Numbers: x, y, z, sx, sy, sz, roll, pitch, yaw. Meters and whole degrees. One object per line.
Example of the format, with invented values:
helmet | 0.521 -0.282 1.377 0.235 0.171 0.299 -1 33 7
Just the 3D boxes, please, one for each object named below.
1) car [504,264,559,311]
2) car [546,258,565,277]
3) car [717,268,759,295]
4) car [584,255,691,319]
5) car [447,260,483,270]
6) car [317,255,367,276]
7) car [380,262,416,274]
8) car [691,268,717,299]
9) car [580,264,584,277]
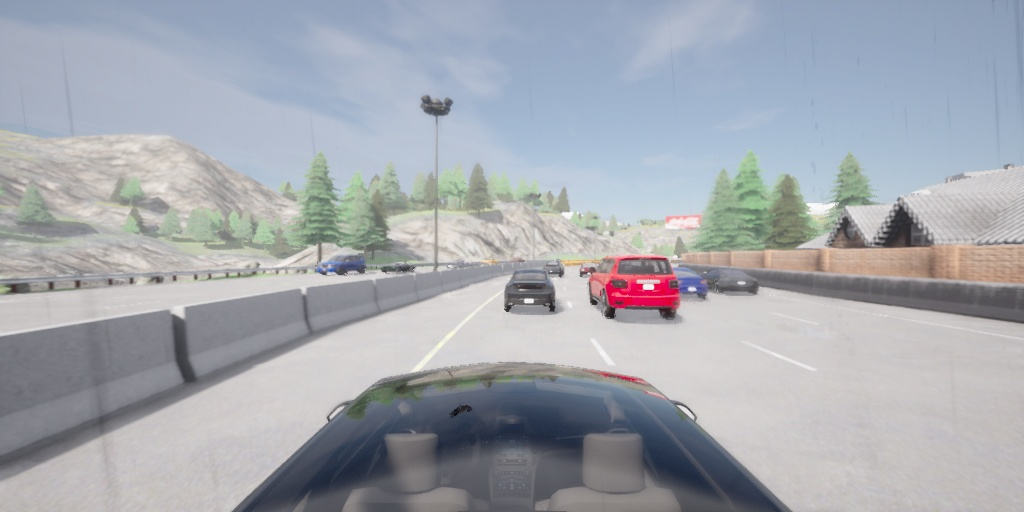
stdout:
car | 0.771 1.257 14.411 1.837 1.490 4.892 0 0 5
car | 4.222 1.254 35.898 2.128 1.511 4.902 0 0 13
car | 12.008 1.346 20.339 1.994 1.385 4.181 0 0 8
car | 4.142 0.983 13.019 2.150 2.045 5.566 0 0 4
car | -5.391 1.338 41.662 1.895 1.301 4.718 0 0 14
car | -17.294 0.923 36.788 2.150 2.045 5.566 0 0 12
car | -12.861 1.318 40.600 1.895 1.301 4.718 0 0 14
car | 8.177 1.298 18.046 1.812 1.442 4.674 0 0 6
car | 7.825 1.372 36.052 1.895 1.301 4.718 0 0 13
